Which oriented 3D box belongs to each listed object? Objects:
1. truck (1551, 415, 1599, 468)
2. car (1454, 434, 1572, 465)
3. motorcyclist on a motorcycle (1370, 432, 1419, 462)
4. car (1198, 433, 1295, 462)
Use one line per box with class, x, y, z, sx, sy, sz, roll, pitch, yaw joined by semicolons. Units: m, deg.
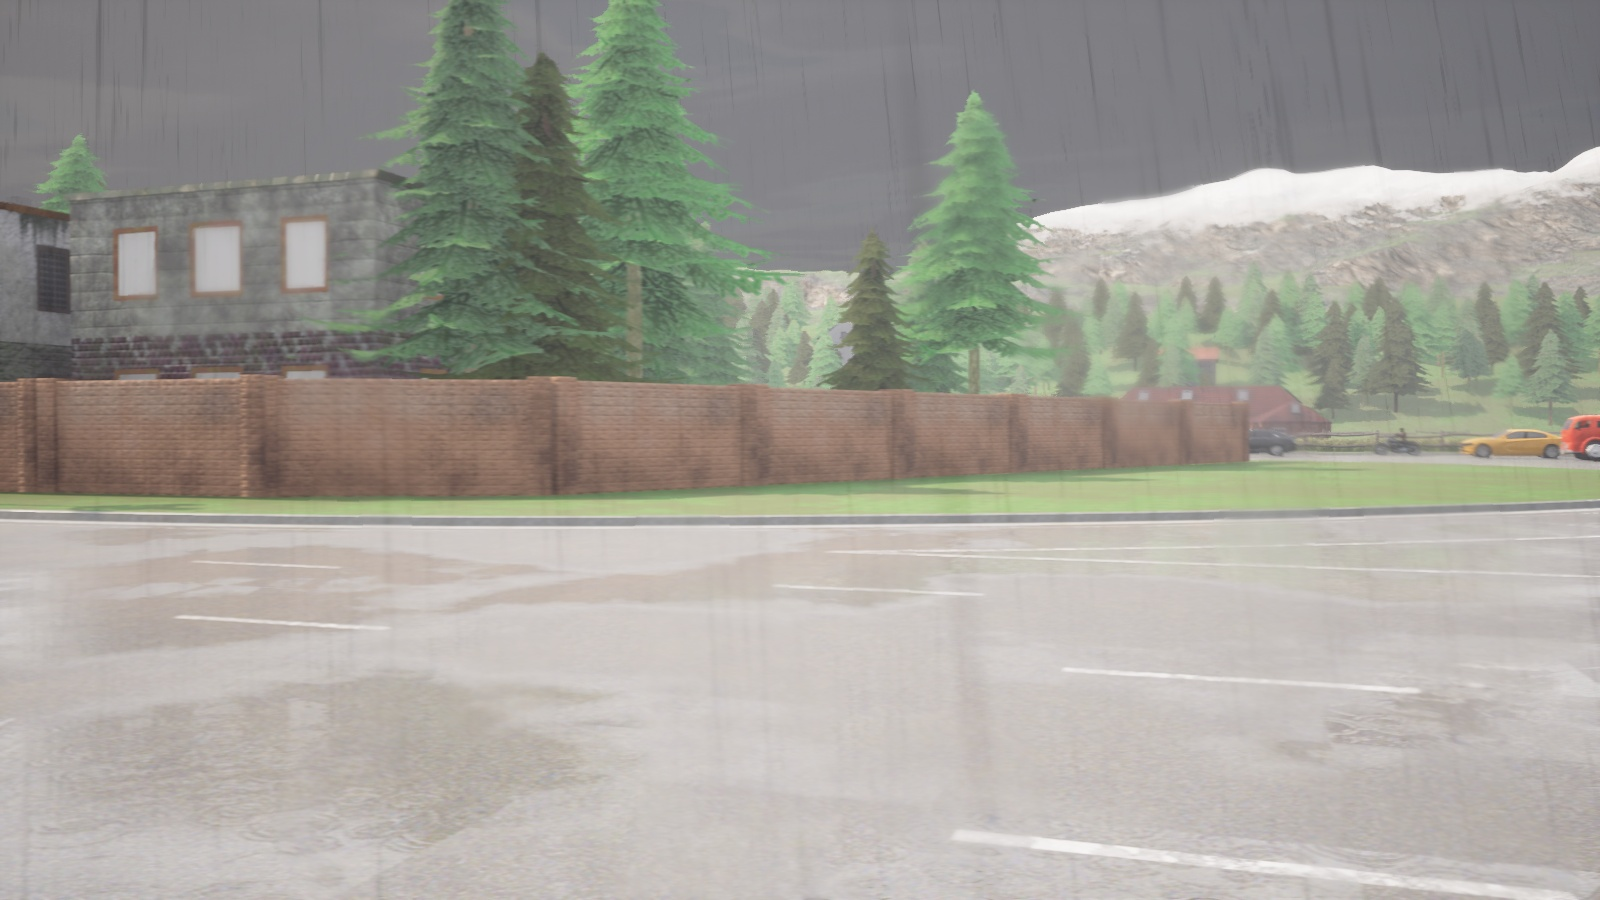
truck;39.058;-0.407;59.800;5.204;2.467;2.627;1;1;19
car;36.478;-0.040;64.378;5.008;1.535;1.882;1;1;19
motorcyclist on a motorcycle;32.795;-0.179;69.324;2.350;1.649;0.766;1;1;19
car;24.330;-0.171;68.502;4.892;1.490;1.837;1;1;19
